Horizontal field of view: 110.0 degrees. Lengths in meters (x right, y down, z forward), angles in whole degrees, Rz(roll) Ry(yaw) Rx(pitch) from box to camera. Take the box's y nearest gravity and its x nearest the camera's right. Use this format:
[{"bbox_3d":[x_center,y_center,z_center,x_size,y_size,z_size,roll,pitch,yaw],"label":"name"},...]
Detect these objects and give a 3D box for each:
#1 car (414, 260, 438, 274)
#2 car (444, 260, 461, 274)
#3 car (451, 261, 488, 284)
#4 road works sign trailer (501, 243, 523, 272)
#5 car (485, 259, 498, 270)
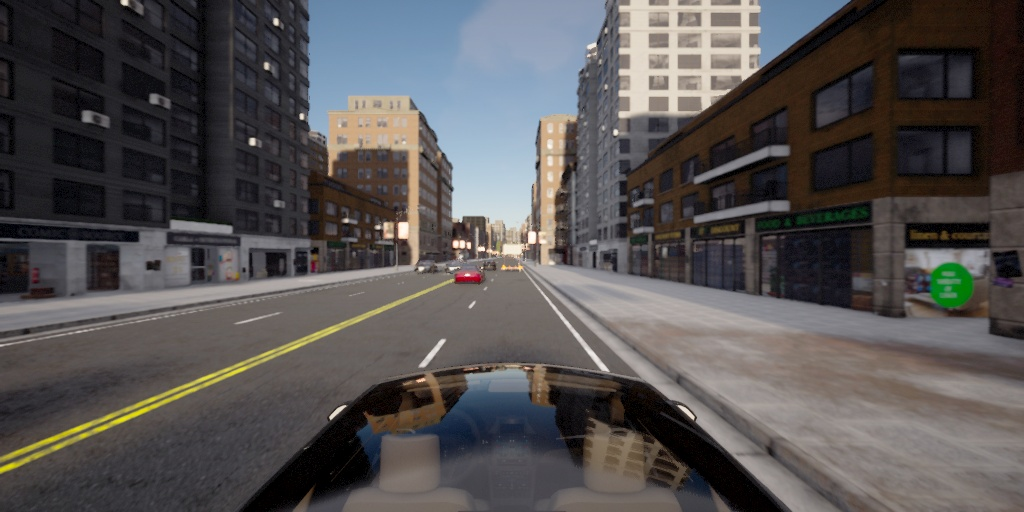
[{"bbox_3d":[-9.821,1.223,41.231,2.128,1.511,4.902,0,0,0],"label":"car"},{"bbox_3d":[-6.571,1.223,41.341,2.128,1.511,4.902,0,0,0],"label":"car"},{"bbox_3d":[-3.139,1.302,27.287,1.994,1.385,4.181,0,0,0],"label":"car"},{"bbox_3d":[0.018,0.193,45.131,2.380,3.560,2.880,0,0,0],"label":"road works sign trailer"},{"bbox_3d":[-3.128,1.230,51.333,1.837,1.490,4.892,0,0,0],"label":"car"}]
